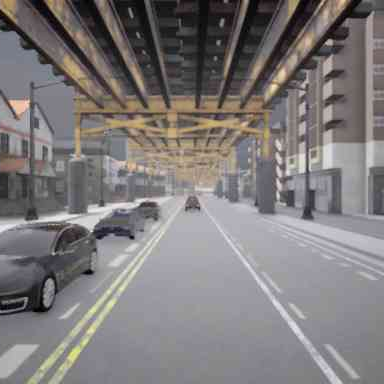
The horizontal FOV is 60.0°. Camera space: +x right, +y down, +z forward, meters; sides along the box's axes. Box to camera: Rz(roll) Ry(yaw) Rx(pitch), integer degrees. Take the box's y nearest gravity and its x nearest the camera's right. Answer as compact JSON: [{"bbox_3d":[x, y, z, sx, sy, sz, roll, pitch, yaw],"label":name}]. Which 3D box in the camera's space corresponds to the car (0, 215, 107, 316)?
[{"bbox_3d":[-3.596,1.514,7.765,1.837,1.490,4.892,0,0,0],"label":"car"}]

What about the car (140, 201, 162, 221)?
[{"bbox_3d":[-3.586,1.524,27.637,1.837,1.490,4.892,0,0,0],"label":"car"}]

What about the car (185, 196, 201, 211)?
[{"bbox_3d":[0.106,1.565,40.459,1.895,1.301,4.718,0,0,0],"label":"car"}]

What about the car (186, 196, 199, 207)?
[{"bbox_3d":[0.093,1.357,50.478,1.882,1.535,5.008,0,1,0],"label":"car"}]

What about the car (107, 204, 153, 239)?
[{"bbox_3d":[-3.592,1.568,17.617,2.033,1.411,5.357,0,0,0],"label":"car"}]
